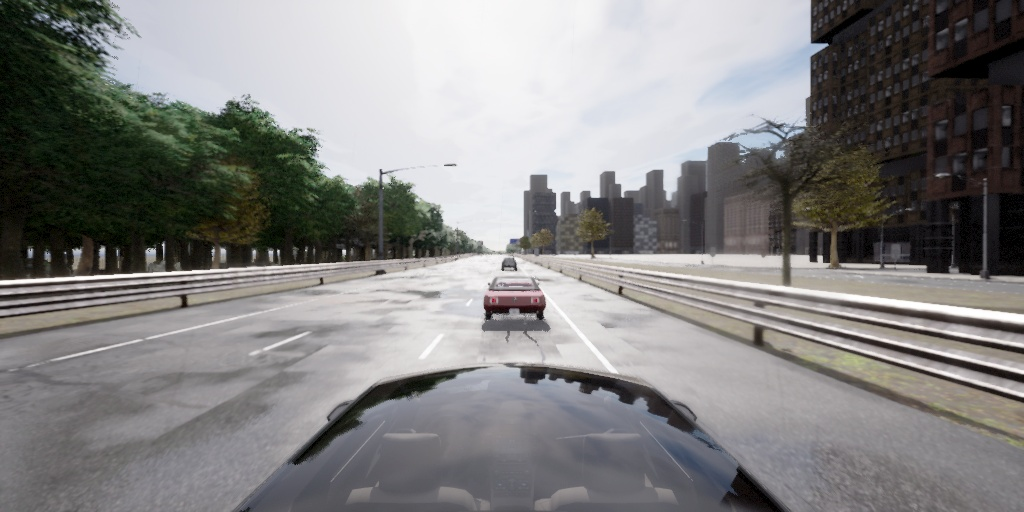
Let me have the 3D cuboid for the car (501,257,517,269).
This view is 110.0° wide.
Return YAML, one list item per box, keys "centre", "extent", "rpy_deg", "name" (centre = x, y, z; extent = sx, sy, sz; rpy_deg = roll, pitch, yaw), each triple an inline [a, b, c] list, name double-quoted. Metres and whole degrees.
- centre: [-0.364, 0.910, 46.008]
  extent: [2.033, 1.649, 4.856]
  rpy_deg: [0, 0, -1]
  name: "car"

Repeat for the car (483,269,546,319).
- centre: [0.066, 1.323, 12.674]
  extent: [1.895, 1.301, 4.718]
  rpy_deg: [0, 0, 0]
  name: "car"
